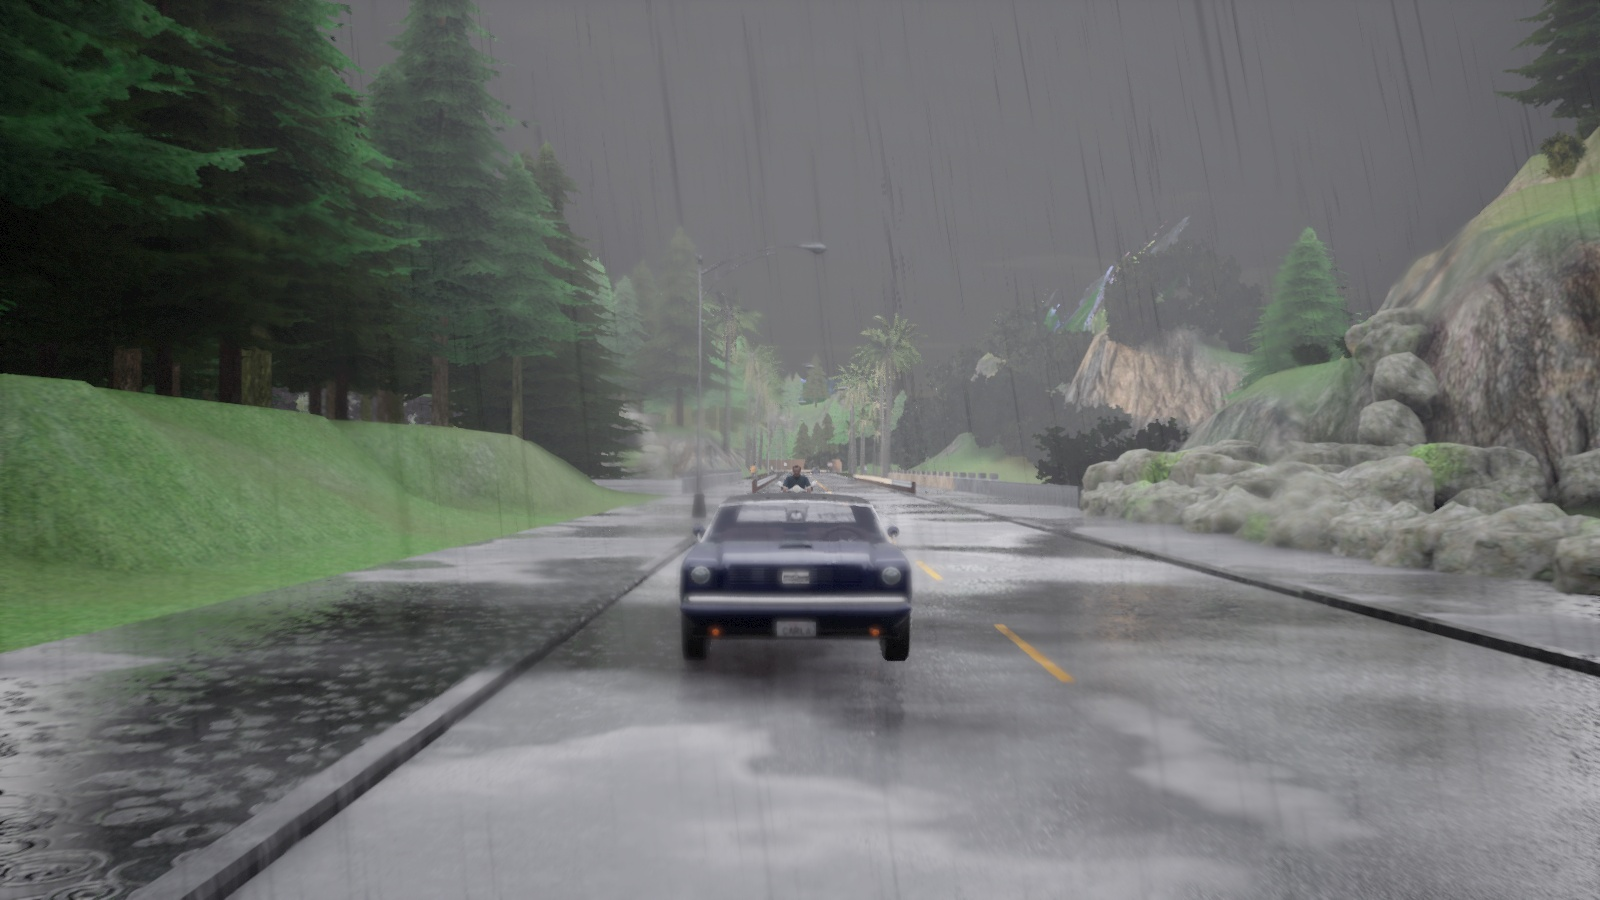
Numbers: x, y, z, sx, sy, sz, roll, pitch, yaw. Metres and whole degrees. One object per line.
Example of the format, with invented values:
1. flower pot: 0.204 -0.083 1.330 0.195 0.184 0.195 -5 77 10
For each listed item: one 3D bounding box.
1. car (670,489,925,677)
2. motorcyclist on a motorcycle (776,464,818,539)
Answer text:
1. car: -0.028 1.062 11.707 1.895 1.301 4.718 0 -1 0
2. motorcyclist on a motorcycle: -0.066 1.121 27.564 0.866 1.590 1.817 0 -1 0
